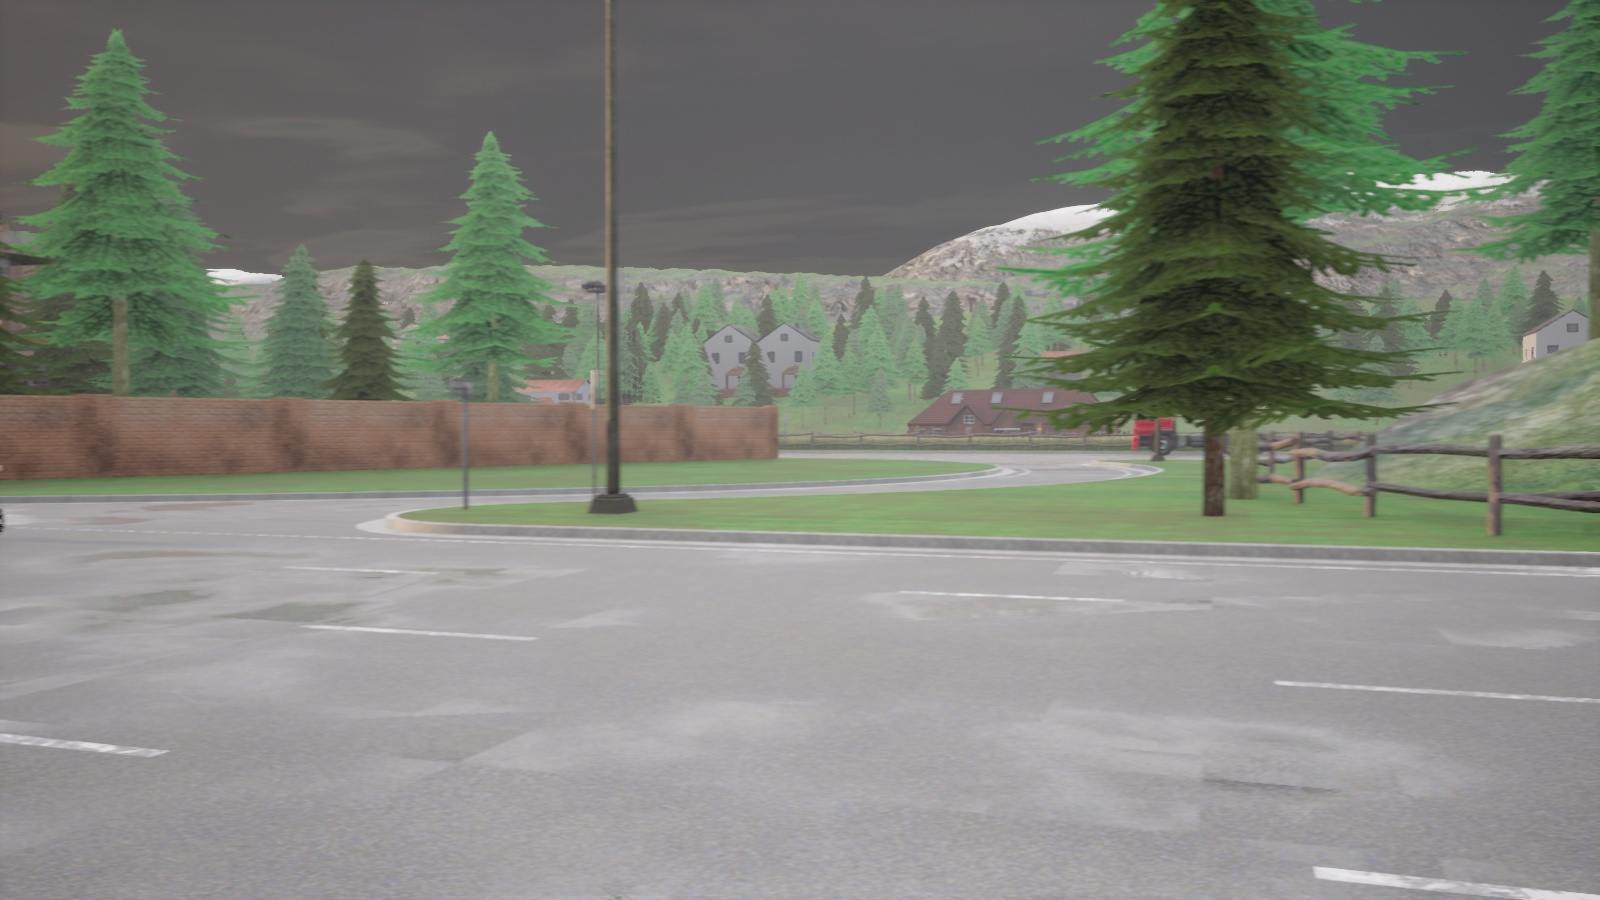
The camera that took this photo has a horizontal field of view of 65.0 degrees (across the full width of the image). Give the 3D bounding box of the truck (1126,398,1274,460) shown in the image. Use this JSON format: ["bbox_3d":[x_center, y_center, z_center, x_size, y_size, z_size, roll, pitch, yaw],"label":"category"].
[{"bbox_3d":[23.051,-1.233,72.559,7.936,3.462,2.891,1,1,19],"label":"truck"}]
